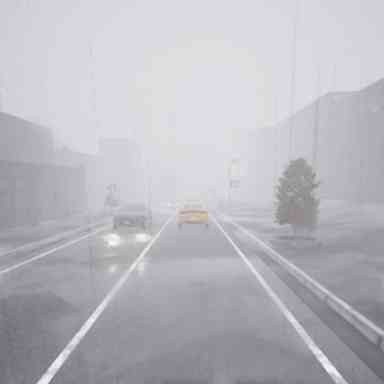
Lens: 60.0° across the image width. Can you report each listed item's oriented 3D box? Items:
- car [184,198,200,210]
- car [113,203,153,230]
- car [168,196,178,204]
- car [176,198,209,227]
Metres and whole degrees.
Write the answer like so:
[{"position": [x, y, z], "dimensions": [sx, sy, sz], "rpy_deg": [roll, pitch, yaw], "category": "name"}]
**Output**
[{"position": [0.020, 1.450, 42.660], "dimensions": [1.994, 1.385, 4.181], "rpy_deg": [0, 0, 0], "category": "car"}, {"position": [-3.588, 1.413, 20.868], "dimensions": [1.882, 1.535, 5.008], "rpy_deg": [0, 0, 0], "category": "car"}, {"position": [-3.471, 1.410, 62.538], "dimensions": [1.812, 1.442, 4.674], "rpy_deg": [0, 0, 1], "category": "car"}, {"position": [0.087, 1.408, 22.263], "dimensions": [1.882, 1.535, 5.008], "rpy_deg": [0, 0, 0], "category": "car"}]
